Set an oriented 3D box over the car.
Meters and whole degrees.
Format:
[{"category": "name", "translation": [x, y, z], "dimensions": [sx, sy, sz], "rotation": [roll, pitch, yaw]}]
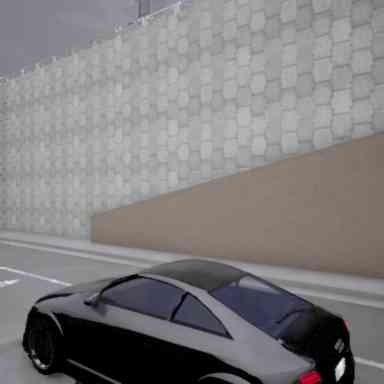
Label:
[{"category": "car", "translation": [-0.286, 1.579, 4.195], "dimensions": [4.181, 1.385, 1.994], "rotation": [-1, 0, 36]}]
